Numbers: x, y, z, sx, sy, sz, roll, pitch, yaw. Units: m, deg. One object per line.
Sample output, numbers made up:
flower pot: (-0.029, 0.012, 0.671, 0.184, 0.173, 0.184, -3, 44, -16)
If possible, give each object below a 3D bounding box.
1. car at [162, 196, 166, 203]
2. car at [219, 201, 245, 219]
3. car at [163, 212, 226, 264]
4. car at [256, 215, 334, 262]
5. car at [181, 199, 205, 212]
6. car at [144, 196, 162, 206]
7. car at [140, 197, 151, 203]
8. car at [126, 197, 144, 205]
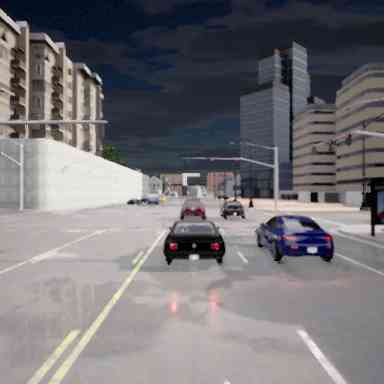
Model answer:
car: (-6.984, 1.662, 75.897, 1.882, 1.535, 5.008, 0, 0, 0)
car: (3.593, 1.577, 30.098, 1.837, 1.490, 4.892, 0, 0, 0)
car: (0.079, 1.630, 11.979, 1.895, 1.301, 4.718, 0, 0, 0)
car: (3.579, 1.555, 12.159, 1.812, 1.442, 4.674, 0, 0, 0)
car: (0.089, 1.424, 29.554, 2.097, 1.767, 4.553, 0, 0, 0)
car: (-7.024, 1.623, 60.268, 1.882, 1.535, 5.008, 0, 0, 0)
car: (-10.484, 1.778, 75.789, 1.895, 1.301, 4.718, 0, 0, 0)
car: (-10.523, 1.710, 60.159, 1.994, 1.385, 4.181, 0, 0, 1)
